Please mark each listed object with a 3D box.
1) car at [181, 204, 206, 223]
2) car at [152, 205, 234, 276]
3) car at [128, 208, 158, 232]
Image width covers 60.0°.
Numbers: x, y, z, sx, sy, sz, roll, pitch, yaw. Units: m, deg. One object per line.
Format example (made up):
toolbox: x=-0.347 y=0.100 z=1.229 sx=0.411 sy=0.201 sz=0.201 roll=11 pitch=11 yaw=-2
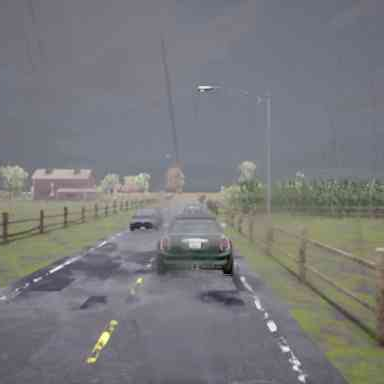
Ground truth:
car: x=0.092 y=1.823 z=29.726 sx=2.033 sy=1.411 sz=5.357 roll=0 pitch=-1 yaw=0
car: x=0.088 y=1.455 z=10.913 sx=2.097 sy=1.767 sz=4.553 roll=0 pitch=-1 yaw=0
car: x=-2.859 y=1.753 z=22.079 sx=2.033 sy=1.411 sz=5.357 roll=0 pitch=-1 yaw=0
